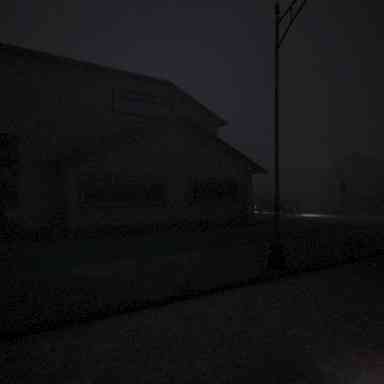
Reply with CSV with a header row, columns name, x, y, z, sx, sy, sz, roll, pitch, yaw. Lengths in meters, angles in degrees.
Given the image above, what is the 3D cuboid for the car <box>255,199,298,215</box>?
name,x,y,z,sx,sy,sz,roll,pitch,yaw
car,8.763,1.505,34.814,1.837,1.490,4.892,0,0,-35
